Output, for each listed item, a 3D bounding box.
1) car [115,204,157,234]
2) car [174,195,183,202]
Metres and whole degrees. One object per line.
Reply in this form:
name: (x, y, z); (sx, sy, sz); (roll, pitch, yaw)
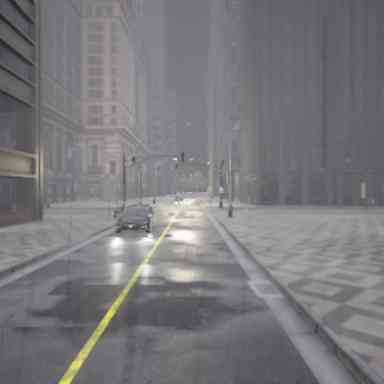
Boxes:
car: (-3.088, 1.490, 19.148); (1.837, 1.490, 4.892); (0, 0, 0)
car: (-3.007, 1.470, 75.954); (2.128, 1.511, 4.902); (0, 0, 0)
